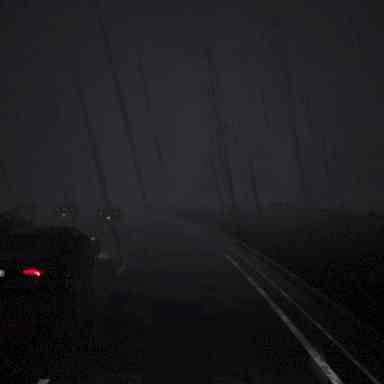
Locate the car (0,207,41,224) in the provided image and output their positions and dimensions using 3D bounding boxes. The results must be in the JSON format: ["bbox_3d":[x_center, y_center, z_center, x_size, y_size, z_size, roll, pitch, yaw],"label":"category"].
[{"bbox_3d":[-7.767,1.557,13.350,2.128,1.511,4.902,0,0,-6],"label":"car"}]

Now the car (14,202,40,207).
[{"bbox_3d":[-14.912,1.624,30.055,1.882,1.535,5.008,0,0,-17],"label":"car"}]

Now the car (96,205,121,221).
[{"bbox_3d":[-7.053,1.738,28.068,1.895,1.301,4.718,0,0,-15],"label":"car"}]

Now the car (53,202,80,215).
[{"bbox_3d":[-10.961,1.633,29.106,2.128,1.511,4.902,0,0,-16],"label":"car"}]

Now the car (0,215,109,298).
[{"bbox_3d":[-3.808,1.591,8.760,2.033,1.411,5.357,0,0,-4],"label":"car"}]
